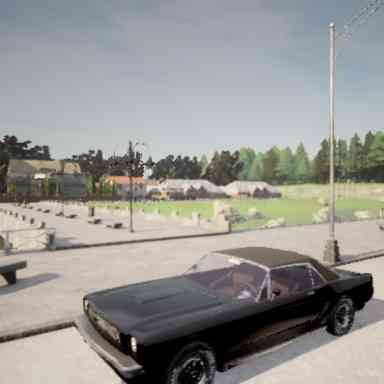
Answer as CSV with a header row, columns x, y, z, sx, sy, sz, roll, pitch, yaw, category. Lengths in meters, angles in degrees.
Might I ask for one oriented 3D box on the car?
x,y,z,sx,sy,sz,roll,pitch,yaw,category
0.750,1.607,5.141,4.718,1.301,1.895,0,0,-35,car
